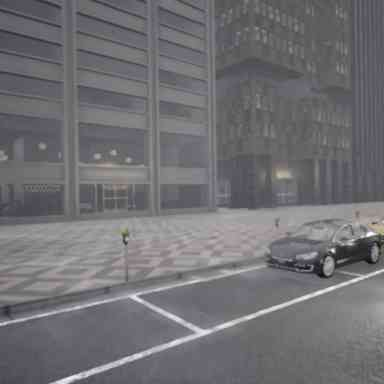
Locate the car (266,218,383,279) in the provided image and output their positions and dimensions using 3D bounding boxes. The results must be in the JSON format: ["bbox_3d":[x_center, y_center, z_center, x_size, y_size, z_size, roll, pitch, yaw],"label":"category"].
[{"bbox_3d":[4.025,1.517,9.891,4.403,1.369,2.008,-1,0,-38],"label":"car"}]
